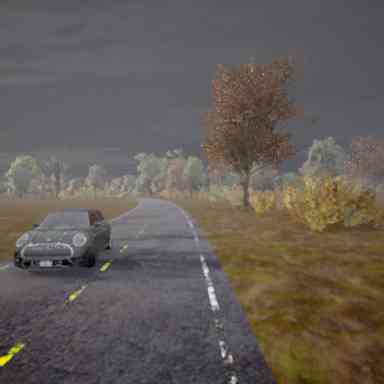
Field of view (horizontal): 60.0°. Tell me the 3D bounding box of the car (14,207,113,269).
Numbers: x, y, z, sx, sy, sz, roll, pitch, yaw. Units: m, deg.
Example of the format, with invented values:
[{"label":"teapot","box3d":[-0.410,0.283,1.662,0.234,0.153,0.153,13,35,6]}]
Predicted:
[{"label":"car","box3d":[-4.090,1.361,11.286,2.097,1.767,4.553,0,0,-3]}]
